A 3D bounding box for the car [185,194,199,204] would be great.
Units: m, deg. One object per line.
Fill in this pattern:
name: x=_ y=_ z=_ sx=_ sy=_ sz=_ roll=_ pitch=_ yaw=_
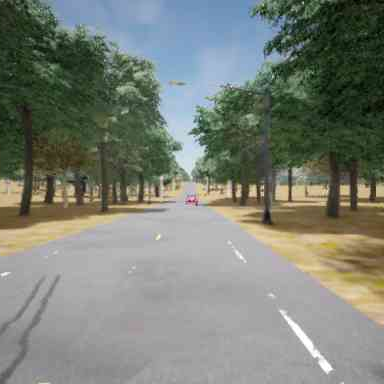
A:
car: x=-0.011 y=1.332 z=54.160 sx=2.150 sy=2.045 sz=5.566 roll=0 pitch=-1 yaw=0
